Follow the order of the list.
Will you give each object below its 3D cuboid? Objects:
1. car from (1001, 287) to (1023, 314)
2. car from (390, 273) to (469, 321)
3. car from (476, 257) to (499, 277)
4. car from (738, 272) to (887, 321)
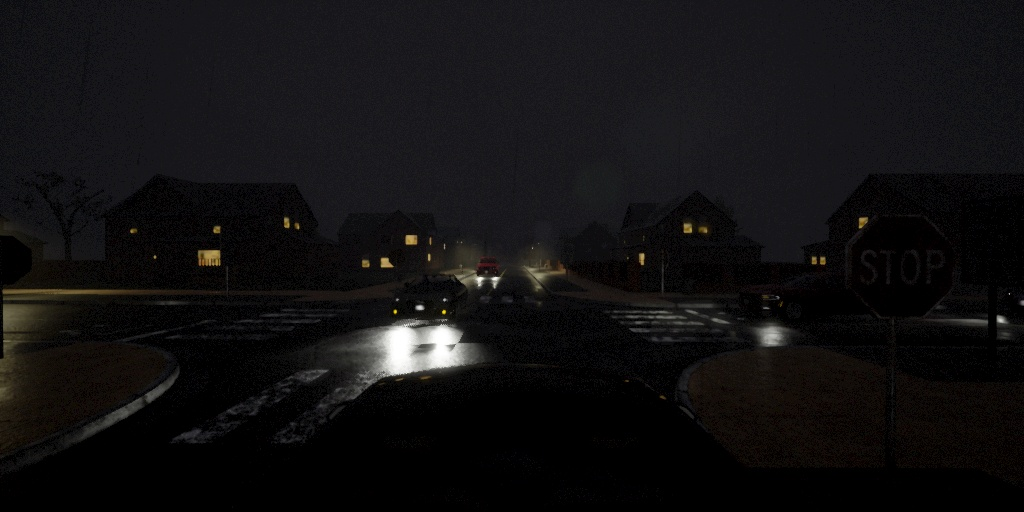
[{"bbox_3d":[20.018,1.365,12.266,4.902,1.511,2.128,0,0,0],"label":"car"},{"bbox_3d":[-2.672,1.307,12.400,1.994,1.385,4.181,0,0,0],"label":"car"},{"bbox_3d":[-2.509,1.139,37.966,2.150,2.045,5.566,0,2,0],"label":"car"},{"bbox_3d":[10.465,1.295,12.261,5.008,1.535,1.882,0,0,-1],"label":"car"}]
